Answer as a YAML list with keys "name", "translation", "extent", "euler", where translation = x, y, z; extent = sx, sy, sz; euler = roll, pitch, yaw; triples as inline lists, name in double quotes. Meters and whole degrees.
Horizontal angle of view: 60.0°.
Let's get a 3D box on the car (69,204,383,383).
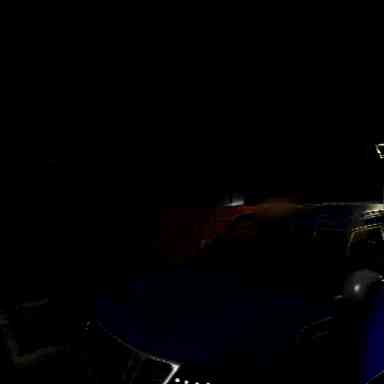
- name: "car"
  translation: [1.462, 1.219, 4.152]
  extent: [5.566, 2.045, 2.150]
  euler: [0, 0, -36]
